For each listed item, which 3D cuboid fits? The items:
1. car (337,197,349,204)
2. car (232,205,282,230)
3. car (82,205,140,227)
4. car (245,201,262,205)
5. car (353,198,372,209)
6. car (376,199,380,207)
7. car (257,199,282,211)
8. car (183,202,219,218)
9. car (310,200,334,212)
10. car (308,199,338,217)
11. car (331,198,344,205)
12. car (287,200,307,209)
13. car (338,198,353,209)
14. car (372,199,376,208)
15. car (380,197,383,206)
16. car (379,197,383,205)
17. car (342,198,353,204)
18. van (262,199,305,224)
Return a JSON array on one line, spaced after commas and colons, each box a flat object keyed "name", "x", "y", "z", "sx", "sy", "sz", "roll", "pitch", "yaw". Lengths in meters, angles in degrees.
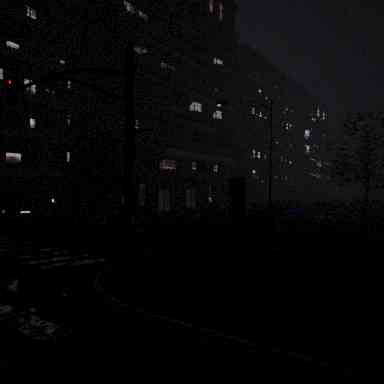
[{"name": "car", "x": 37.064, "y": 2.094, "z": 81.569, "sx": 1.967, "sy": 1.590, "sz": 4.097, "roll": 1, "pitch": 0, "yaw": 36}, {"name": "car", "x": 4.359, "y": 1.827, "z": 23.167, "sx": 1.947, "sy": 1.339, "sz": 4.313, "roll": 1, "pitch": 0, "yaw": 36}, {"name": "car", "x": -5.664, "y": 1.626, "z": 23.699, "sx": 2.008, "sy": 1.369, "sz": 4.403, "roll": 1, "pitch": 0, "yaw": 36}, {"name": "car", "x": 7.483, "y": 1.840, "z": 41.505, "sx": 1.802, "sy": 1.307, "sz": 4.206, "roll": 1, "pitch": 0, "yaw": 36}, {"name": "car", "x": 27.368, "y": 1.891, "z": 54.328, "sx": 2.192, "sy": 1.841, "sz": 5.009, "roll": 1, "pitch": 0, "yaw": 36}, {"name": "car", "x": 33.940, "y": 2.104, "z": 63.230, "sx": 1.967, "sy": 1.590, "sz": 4.097, "roll": 1, "pitch": 0, "yaw": 36}, {"name": "car", "x": 10.771, "y": 1.743, "z": 45.957, "sx": 1.967, "sy": 1.590, "sz": 4.097, "roll": 1, "pitch": 0, "yaw": 36}, {"name": "car", "x": 0.910, "y": 1.712, "z": 32.602, "sx": 1.887, "sy": 1.381, "sz": 4.507, "roll": 1, "pitch": 0, "yaw": 36}, {"name": "car", "x": 18.097, "y": 1.914, "z": 46.121, "sx": 1.882, "sy": 1.535, "sz": 5.008, "roll": 1, "pitch": 0, "yaw": 36}, {"name": "car", "x": 14.221, "y": 1.838, "z": 36.522, "sx": 1.967, "sy": 1.590, "sz": 4.097, "roll": 1, "pitch": 0, "yaw": 36}, {"name": "car", "x": 33.776, "y": 2.177, "z": 77.117, "sx": 1.947, "sy": 1.339, "sz": 4.313, "roll": 1, "pitch": 0, "yaw": 36}, {"name": "car", "x": 17.343, "y": 1.975, "z": 54.860, "sx": 1.802, "sy": 1.307, "sz": 4.206, "roll": 1, "pitch": 0, "yaw": 36}, {"name": "car", "x": 24.071, "y": 2.064, "z": 54.235, "sx": 2.033, "sy": 1.411, "sz": 5.357, "roll": 1, "pitch": 0, "yaw": 37}, {"name": "car", "x": 30.652, "y": 2.202, "z": 58.778, "sx": 1.802, "sy": 1.307, "sz": 4.206, "roll": 1, "pitch": 0, "yaw": 36}, {"name": "car", "x": 37.226, "y": 2.252, "z": 67.681, "sx": 1.887, "sy": 1.381, "sz": 4.507, "roll": 1, "pitch": 0, "yaw": 36}, {"name": "car", "x": 47.089, "y": 2.151, "z": 81.036, "sx": 2.192, "sy": 1.841, "sz": 5.009, "roll": 1, "pitch": 0, "yaw": 36}, {"name": "car", "x": 40.249, "y": 2.221, "z": 85.883, "sx": 1.752, "sy": 1.417, "sz": 4.829, "roll": 1, "pitch": 0, "yaw": 36}, {"name": "van", "x": 7.648, "y": 1.648, "z": 27.618, "sx": 1.690, "sy": 1.788, "sz": 3.998, "roll": 1, "pitch": 0, "yaw": 36}]
